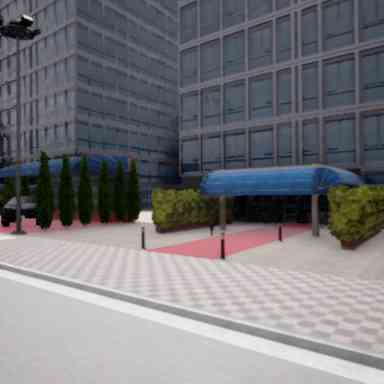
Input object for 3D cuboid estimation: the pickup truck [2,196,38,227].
[{"bbox_3d":[-12.560,1.361,24.959,2.390,2.098,6.274,0,0,-23],"label":"pickup truck"}]
